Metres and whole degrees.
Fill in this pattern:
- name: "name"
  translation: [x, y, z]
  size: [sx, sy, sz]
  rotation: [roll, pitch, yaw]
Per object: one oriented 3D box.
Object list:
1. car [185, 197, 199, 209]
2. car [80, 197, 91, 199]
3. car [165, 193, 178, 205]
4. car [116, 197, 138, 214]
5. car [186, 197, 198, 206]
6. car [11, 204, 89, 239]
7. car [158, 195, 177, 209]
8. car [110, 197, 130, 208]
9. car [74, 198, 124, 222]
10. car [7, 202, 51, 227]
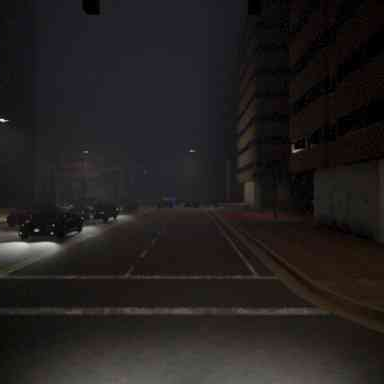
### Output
- name: "car"
  translation: [-0.019, 1.557, 46.155]
  size: [1.994, 1.385, 4.181]
  rotation: [0, 0, 0]
- name: "car"
  translation: [-10.578, 1.346, 33.372]
  size: [2.097, 1.767, 4.553]
  rotation: [0, 0, 0]
- name: "car"
  translation: [-3.522, 1.212, 54.483]
  size: [2.150, 2.045, 5.566]
  rotation: [0, 0, 0]
- name: "car"
  translation: [-7.073, 1.485, 35.979]
  size: [2.128, 1.511, 4.902]
  rotation: [0, 0, 0]
- name: "car"
  translation: [-0.022, 1.555, 54.454]
  size: [1.994, 1.385, 4.181]
  rotation: [0, 0, 0]
- name: "car"
  translation: [-7.084, 1.561, 17.147]
  size: [1.994, 1.385, 4.181]
  rotation: [0, 0, 0]
- name: "car"
  translation: [-3.518, 1.484, 44.773]
  size: [2.128, 1.511, 4.902]
  rotation: [0, 0, 0]
- name: "car"
  translation: [-10.520, 1.492, 49.031]
  size: [1.837, 1.490, 4.892]
  rotation: [0, 0, 0]
- name: "car"
  translation: [-7.077, 1.487, 25.949]
  size: [2.128, 1.511, 4.902]
  rotation: [0, 0, 0]
- name: "car"
  translation: [-10.590, 1.473, 22.737]
  size: [1.882, 1.535, 5.008]
  rotation: [0, 0, 0]
